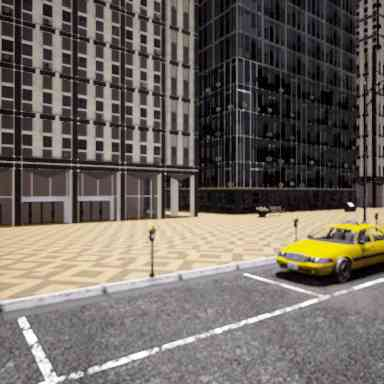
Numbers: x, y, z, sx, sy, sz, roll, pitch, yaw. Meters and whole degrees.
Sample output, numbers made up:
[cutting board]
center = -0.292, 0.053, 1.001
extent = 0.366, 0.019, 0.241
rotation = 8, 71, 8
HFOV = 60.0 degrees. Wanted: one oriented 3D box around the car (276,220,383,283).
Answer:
[car]
center = 4.489, 1.531, 9.713
extent = 4.829, 1.417, 1.752
rotation = 0, 0, -35
